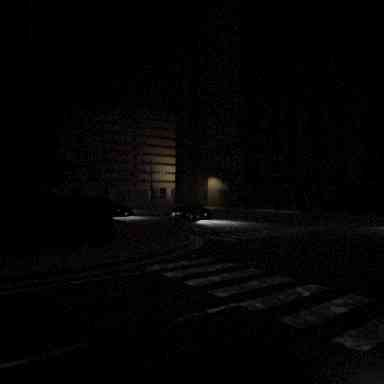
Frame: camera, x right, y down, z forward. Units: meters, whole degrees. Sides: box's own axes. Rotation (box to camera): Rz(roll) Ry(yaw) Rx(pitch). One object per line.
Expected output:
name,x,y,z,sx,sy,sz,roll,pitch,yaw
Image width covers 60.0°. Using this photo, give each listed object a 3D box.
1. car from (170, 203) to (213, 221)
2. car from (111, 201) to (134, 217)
car,-0.077,1.616,28.138,1.994,1.385,4.181,0,0,-35
car,-7.546,1.600,32.595,2.033,1.411,5.357,0,0,-35
